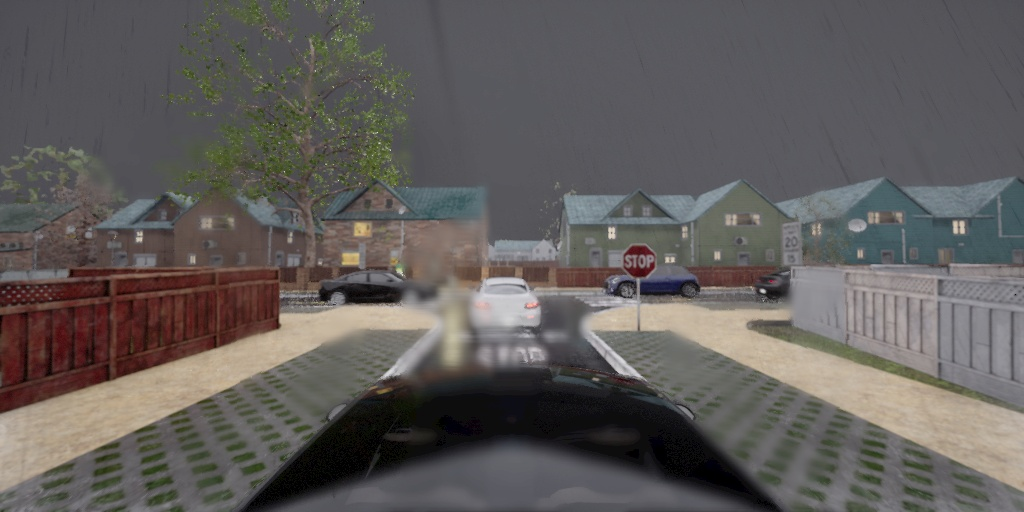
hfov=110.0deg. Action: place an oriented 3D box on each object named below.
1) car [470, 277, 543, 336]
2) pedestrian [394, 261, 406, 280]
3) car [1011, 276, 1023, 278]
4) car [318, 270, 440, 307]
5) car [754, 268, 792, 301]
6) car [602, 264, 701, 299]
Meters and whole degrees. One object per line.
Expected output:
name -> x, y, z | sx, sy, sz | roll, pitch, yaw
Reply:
car -> -0.253, 1.325, 10.519 | 1.812, 1.442, 4.674 | 0, 0, -4
pedestrian -> -6.703, 1.225, 21.415 | 0.375, 1.860, 0.375 | 0, -1, 1
car -> 23.632, 1.253, 18.082 | 4.674, 1.442, 1.812 | 0, -2, 1
car -> -5.644, 1.369, 15.534 | 5.008, 1.535, 1.882 | -1, -2, 1
car -> 13.111, 1.226, 15.280 | 4.892, 1.490, 1.837 | -1, -2, 1
car -> 6.972, 1.222, 18.318 | 4.553, 1.767, 2.097 | 0, -2, 1
